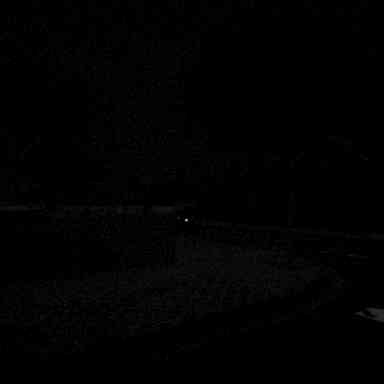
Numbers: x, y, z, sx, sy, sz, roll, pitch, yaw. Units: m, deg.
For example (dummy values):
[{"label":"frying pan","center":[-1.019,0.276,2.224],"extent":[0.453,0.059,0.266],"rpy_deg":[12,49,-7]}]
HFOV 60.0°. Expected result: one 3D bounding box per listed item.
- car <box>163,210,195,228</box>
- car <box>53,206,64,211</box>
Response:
[{"label":"car","center":[-1.581,2.178,27.052],"extent":[1.994,1.385,4.181],"rpy_deg":[1,-2,-35]},{"label":"car","center":[-19.130,2.806,46.483],"extent":[1.837,1.490,4.892],"rpy_deg":[1,-2,-39]}]
